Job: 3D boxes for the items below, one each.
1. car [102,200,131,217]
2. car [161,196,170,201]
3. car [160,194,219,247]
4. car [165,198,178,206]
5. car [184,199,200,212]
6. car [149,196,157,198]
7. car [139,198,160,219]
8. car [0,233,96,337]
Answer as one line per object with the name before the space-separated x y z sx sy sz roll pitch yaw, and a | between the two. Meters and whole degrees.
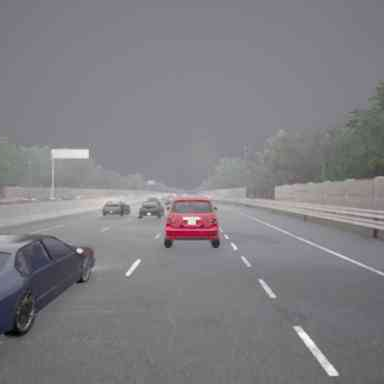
car | -7.007 1.524 31.259 2.128 1.511 4.902 0 0 0
car | -7.017 1.670 88.239 1.994 1.385 4.181 0 0 0
car | -0.003 1.236 15.118 2.150 2.045 5.566 0 0 0
car | -3.509 1.667 56.720 1.895 1.301 4.718 0 0 0
car | -0.008 1.570 40.541 1.812 1.442 4.674 0 0 0
car | -7.009 1.578 60.140 1.837 1.490 4.892 0 0 0
car | -3.506 1.537 29.531 1.837 1.490 4.892 0 0 0
car | -3.502 1.553 6.580 2.033 1.411 5.357 0 0 0
